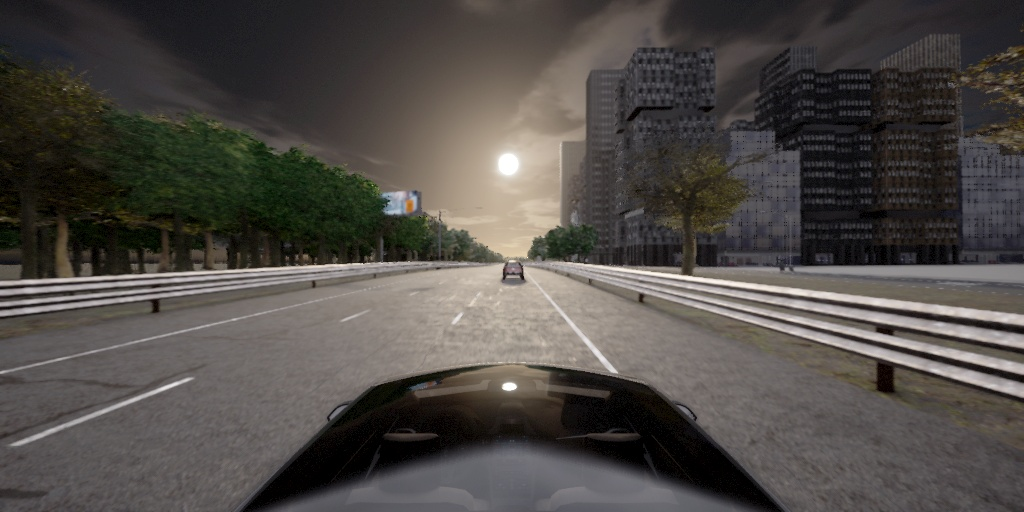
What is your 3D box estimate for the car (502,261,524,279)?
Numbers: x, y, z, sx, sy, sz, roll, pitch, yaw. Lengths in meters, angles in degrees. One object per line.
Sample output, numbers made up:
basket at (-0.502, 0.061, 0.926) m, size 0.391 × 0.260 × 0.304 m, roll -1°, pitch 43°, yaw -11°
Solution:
car at (0.117, 1.208, 33.283) m, size 2.033 × 1.649 × 4.856 m, roll 0°, pitch 0°, yaw 0°
